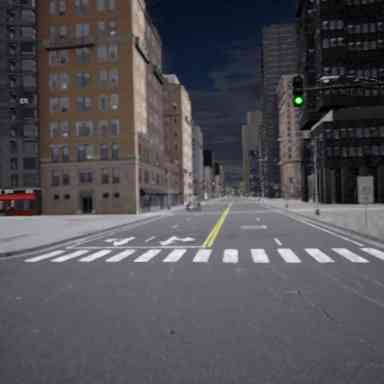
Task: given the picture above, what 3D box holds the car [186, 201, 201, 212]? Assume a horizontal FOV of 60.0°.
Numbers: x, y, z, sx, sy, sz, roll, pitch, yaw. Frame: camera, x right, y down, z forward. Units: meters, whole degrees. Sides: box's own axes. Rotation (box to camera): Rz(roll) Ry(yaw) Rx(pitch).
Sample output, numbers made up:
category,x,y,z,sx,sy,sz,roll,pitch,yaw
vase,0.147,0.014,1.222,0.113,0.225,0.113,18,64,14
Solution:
category,x,y,z,sx,sy,sz,roll,pitch,yaw
car,0.253,2.078,49.032,2.128,1.511,4.902,-2,-1,8
